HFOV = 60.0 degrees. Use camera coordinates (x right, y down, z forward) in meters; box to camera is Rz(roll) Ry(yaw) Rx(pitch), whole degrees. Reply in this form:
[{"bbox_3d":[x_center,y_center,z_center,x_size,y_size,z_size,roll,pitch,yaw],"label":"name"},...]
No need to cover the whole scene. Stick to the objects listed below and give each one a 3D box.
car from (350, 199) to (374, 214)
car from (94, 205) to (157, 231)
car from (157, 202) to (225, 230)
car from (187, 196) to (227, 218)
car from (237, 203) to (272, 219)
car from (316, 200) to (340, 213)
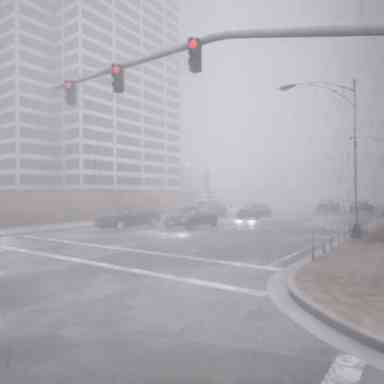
[{"bbox_3d":[18.343,1.572,35.844,1.837,1.490,4.892,-1,0,35],"label":"car"},{"bbox_3d":[-4.240,1.667,22.398,1.882,1.535,5.008,-1,0,35],"label":"car"},{"bbox_3d":[0.061,1.675,22.390,1.812,1.442,4.674,-1,0,35],"label":"car"},{"bbox_3d":[1.327,1.542,30.273,2.097,1.767,4.553,-1,0,35],"label":"car"},{"bbox_3d":[5.750,1.714,30.448,1.994,1.385,4.181,-1,0,36],"label":"car"},{"bbox_3d":[15.508,1.634,37.927,1.812,1.442,4.674,-1,0,35],"label":"car"}]
